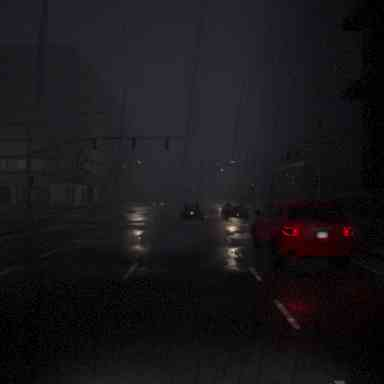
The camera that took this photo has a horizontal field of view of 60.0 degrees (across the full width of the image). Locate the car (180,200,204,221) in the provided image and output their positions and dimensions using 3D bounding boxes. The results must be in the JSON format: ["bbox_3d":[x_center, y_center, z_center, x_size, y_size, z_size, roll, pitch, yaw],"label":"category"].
[{"bbox_3d":[0.002,1.623,28.038,1.994,1.385,4.181,0,0,0],"label":"car"}]

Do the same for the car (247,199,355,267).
[{"bbox_3d":[3.532,1.238,11.617,2.150,2.045,5.566,0,0,1],"label":"car"}]

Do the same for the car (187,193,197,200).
[{"bbox_3d":[-0.032,1.323,84.045,2.150,2.045,5.566,0,0,1],"label":"car"}]

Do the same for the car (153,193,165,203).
[{"bbox_3d":[-7.165,1.317,73.363,2.150,2.045,5.566,0,0,1],"label":"car"}]

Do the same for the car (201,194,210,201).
[{"bbox_3d":[3.475,1.460,84.573,2.097,1.767,4.553,0,0,1],"label":"car"}]

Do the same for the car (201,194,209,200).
[{"bbox_3d":[3.598,1.454,94.543,2.097,1.767,4.553,0,0,1],"label":"car"}]

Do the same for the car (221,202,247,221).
[{"bbox_3d":[3.501,1.548,27.772,2.128,1.511,4.902,0,0,0],"label":"car"}]
